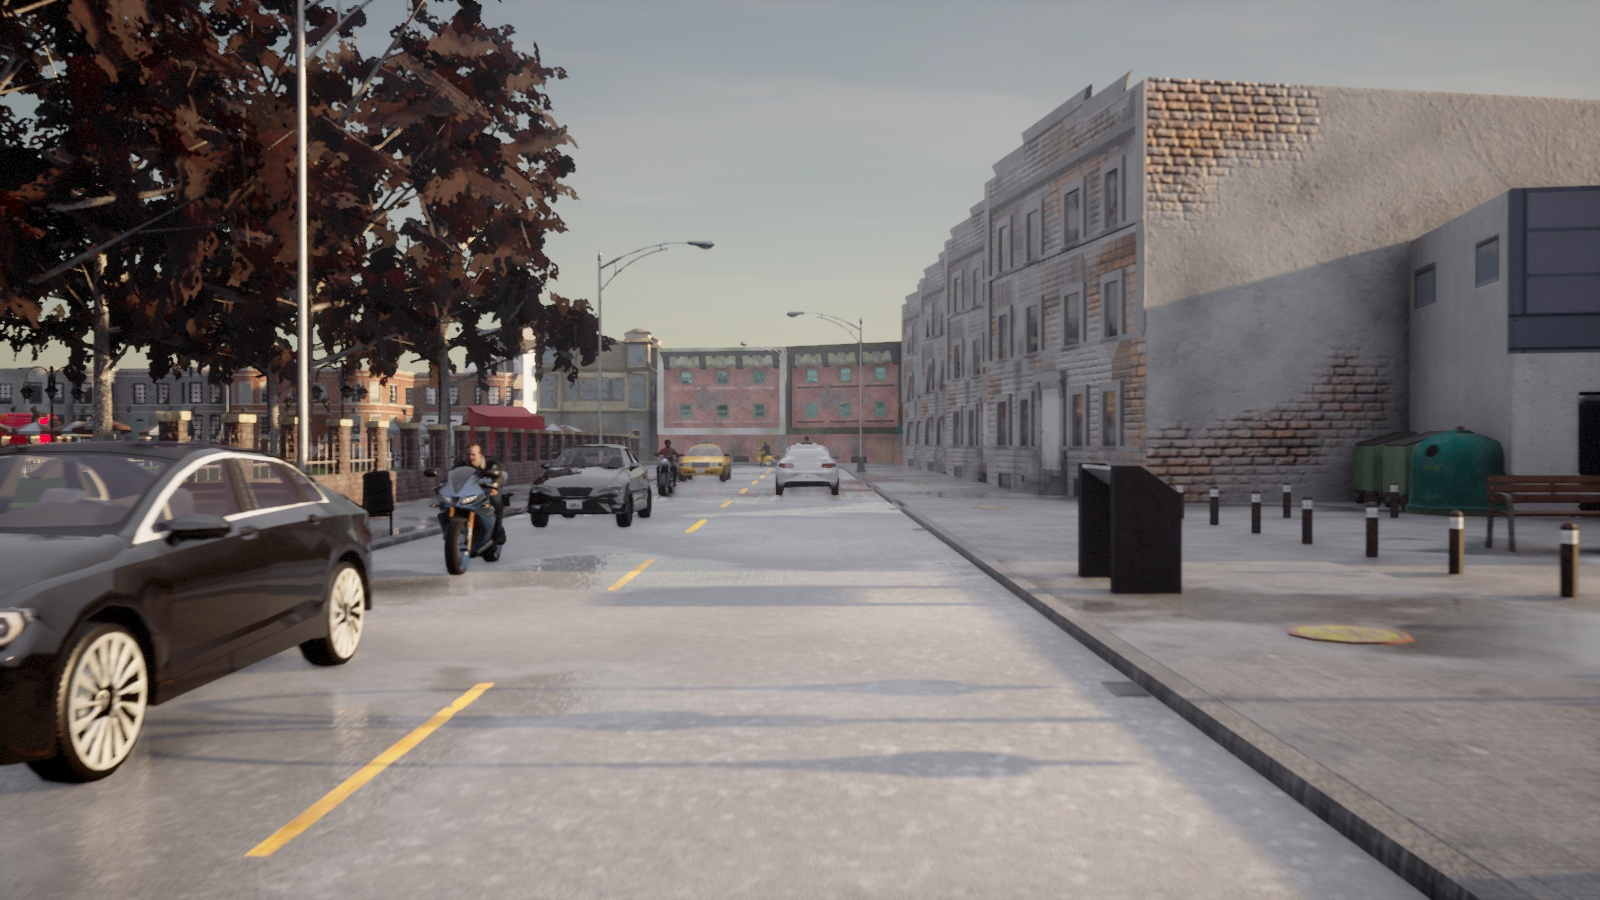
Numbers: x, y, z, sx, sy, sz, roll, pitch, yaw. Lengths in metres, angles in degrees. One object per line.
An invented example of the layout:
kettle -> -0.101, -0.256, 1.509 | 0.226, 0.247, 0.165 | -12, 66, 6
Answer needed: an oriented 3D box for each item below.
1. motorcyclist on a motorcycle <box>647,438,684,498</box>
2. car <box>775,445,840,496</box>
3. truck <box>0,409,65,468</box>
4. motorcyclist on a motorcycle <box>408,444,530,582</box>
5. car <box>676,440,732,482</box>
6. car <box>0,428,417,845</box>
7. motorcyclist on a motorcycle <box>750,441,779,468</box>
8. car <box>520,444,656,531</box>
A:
motorcyclist on a motorcycle -> -3.796, 0.493, 35.584 | 0.766, 1.649, 2.350 | 0, 0, 0
car -> 0.212, 0.562, 37.356 | 1.812, 1.442, 4.674 | 0, 0, 0
truck -> -48.535, -0.703, 76.117 | 2.891, 3.462, 7.936 | 0, 0, 4
motorcyclist on a motorcycle -> -3.899, 0.694, 15.002 | 0.866, 1.530, 2.191 | 0, 0, 0
car -> -3.734, 0.402, 49.768 | 1.801, 1.575, 5.366 | 0, 0, 0
car -> -3.945, 0.660, 6.955 | 2.128, 1.511, 4.902 | 0, 0, 0
motorcyclist on a motorcycle -> -2.200, 0.261, 77.871 | 0.866, 1.590, 1.817 | -2, 2, -38
car -> -3.852, 0.625, 23.458 | 1.816, 1.474, 4.193 | 0, 0, 0
